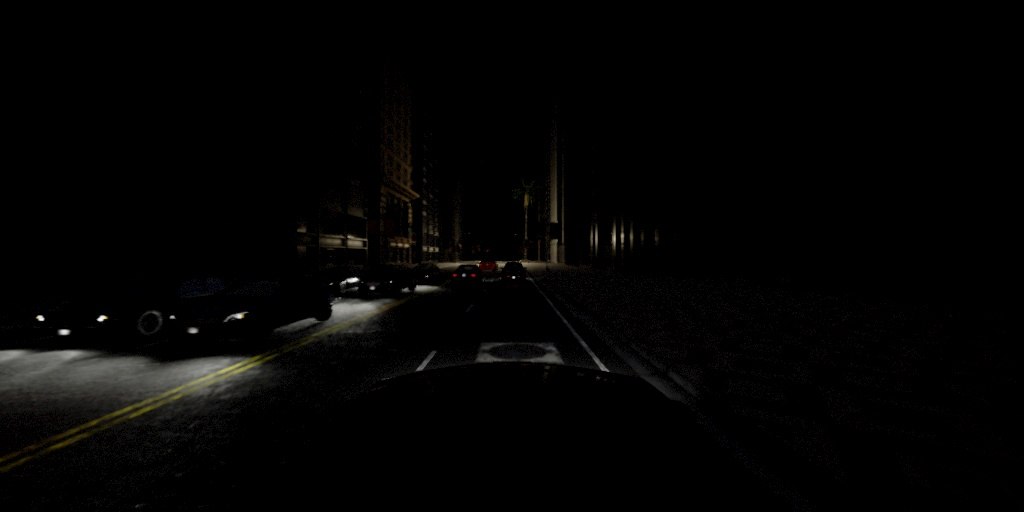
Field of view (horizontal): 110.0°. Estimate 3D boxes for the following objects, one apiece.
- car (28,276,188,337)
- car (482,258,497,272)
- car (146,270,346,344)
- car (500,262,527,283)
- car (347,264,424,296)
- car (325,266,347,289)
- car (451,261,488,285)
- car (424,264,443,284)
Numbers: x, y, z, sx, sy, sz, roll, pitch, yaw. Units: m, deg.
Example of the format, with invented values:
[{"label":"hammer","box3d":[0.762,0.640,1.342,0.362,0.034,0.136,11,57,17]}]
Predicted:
[{"label":"car","box3d":[-9.836,1.294,10.543,2.033,1.411,5.357,0,0,0]},{"label":"car","box3d":[-3.115,1.119,47.263,2.097,1.767,4.553,0,0,0]},{"label":"car","box3d":[-6.588,1.274,9.726,1.812,1.442,4.674,0,0,0]},{"label":"car","box3d":[0.119,1.267,28.067,1.837,1.490,4.892,0,0,0]},{"label":"car","box3d":[-6.550,1.244,19.309,2.128,1.511,4.902,0,0,0]},{"label":"car","box3d":[-9.789,1.298,20.614,2.033,1.411,5.357,0,0,0]},{"label":"car","box3d":[-3.130,1.306,25.835,2.033,1.411,5.357,0,0,0]},{"label":"car","box3d":[-6.481,1.303,26.960,2.033,1.411,5.357,0,0,0]}]
